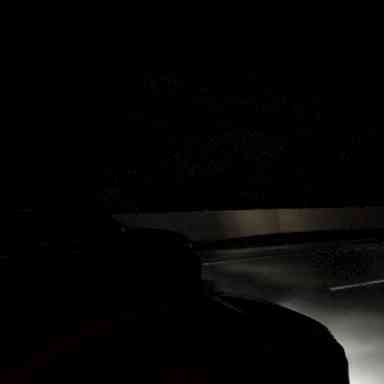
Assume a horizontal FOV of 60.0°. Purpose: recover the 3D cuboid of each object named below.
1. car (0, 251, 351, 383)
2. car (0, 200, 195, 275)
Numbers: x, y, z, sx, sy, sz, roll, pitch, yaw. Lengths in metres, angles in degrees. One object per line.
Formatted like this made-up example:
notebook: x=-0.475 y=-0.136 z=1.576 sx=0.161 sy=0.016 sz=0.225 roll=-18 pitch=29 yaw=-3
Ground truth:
car: x=-0.449 y=1.542 z=3.036 sx=4.181 sy=1.385 sz=1.994 roll=0 pitch=0 yaw=-34
car: x=-2.489 y=1.174 z=6.237 sx=5.566 sy=2.045 sz=2.150 roll=0 pitch=0 yaw=-34
